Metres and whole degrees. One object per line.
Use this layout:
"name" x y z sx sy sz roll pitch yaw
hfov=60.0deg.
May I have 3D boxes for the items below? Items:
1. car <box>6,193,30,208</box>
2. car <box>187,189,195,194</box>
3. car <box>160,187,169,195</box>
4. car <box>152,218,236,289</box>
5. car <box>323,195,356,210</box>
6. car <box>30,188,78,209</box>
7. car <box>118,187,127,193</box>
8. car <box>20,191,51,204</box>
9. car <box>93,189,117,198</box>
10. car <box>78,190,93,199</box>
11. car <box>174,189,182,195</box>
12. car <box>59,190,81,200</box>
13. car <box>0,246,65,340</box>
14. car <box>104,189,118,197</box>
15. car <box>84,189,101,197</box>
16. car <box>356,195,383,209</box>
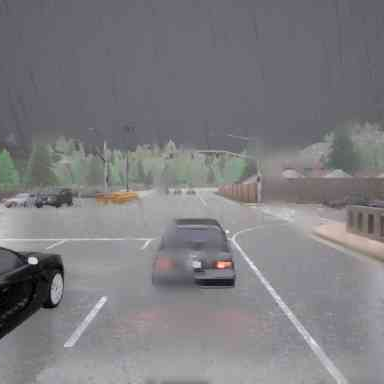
"car" -17.690 0.903 35.173 1.812 1.442 4.674 0 1 0
"car" -0.224 -0.060 87.914 1.994 1.385 4.181 0 1 0
"car" -7.224 -0.386 87.825 2.150 2.045 5.566 0 1 0
"car" 0.089 1.417 8.986 2.033 1.411 5.357 0 1 1
"car" 15.818 0.973 32.699 5.357 1.411 2.033 0 1 2
"car" -14.189 0.610 34.652 2.150 2.045 5.566 0 1 0
"car" -14.180 -0.058 70.344 2.150 2.045 5.566 0 1 0
"car" -21.212 0.692 45.325 1.837 1.490 4.892 0 1 0
"car" -14.225 0.359 54.888 2.097 1.767 4.553 0 1 0
"car" -17.724 0.501 57.745 2.033 1.411 5.357 0 1 0
"car" -3.724 -0.084 87.736 2.128 1.511 4.902 0 1 0
"car" -21.218 0.427 57.959 1.882 1.535 5.008 0 2 0
"car" -3.453 1.421 4.613 1.882 1.535 5.008 0 1 0
"car" -17.686 0.144 73.030 1.882 1.535 5.008 0 1 0
"car" -21.181 0.228 71.089 2.128 1.511 4.902 0 1 0
"car" 17.798 1.041 29.131 5.357 1.411 2.033 0 1 2
